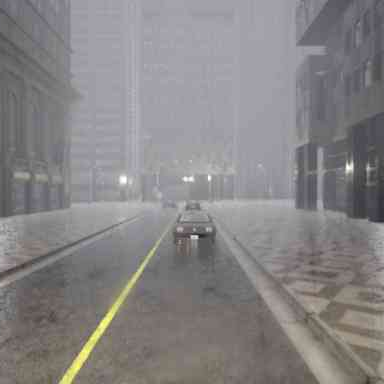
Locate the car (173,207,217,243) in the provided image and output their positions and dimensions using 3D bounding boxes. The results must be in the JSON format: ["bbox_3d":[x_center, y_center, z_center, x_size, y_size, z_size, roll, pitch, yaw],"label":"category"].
[{"bbox_3d":[0.111,1.614,16.205,1.895,1.301,4.718,0,0,0],"label":"car"}]

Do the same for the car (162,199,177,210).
[{"bbox_3d":[-2.969,1.638,44.544,1.895,1.301,4.718,0,0,0],"label":"car"}]

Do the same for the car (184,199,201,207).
[{"bbox_3d":[0.128,1.559,40.954,1.812,1.442,4.674,0,0,0],"label":"car"}]
